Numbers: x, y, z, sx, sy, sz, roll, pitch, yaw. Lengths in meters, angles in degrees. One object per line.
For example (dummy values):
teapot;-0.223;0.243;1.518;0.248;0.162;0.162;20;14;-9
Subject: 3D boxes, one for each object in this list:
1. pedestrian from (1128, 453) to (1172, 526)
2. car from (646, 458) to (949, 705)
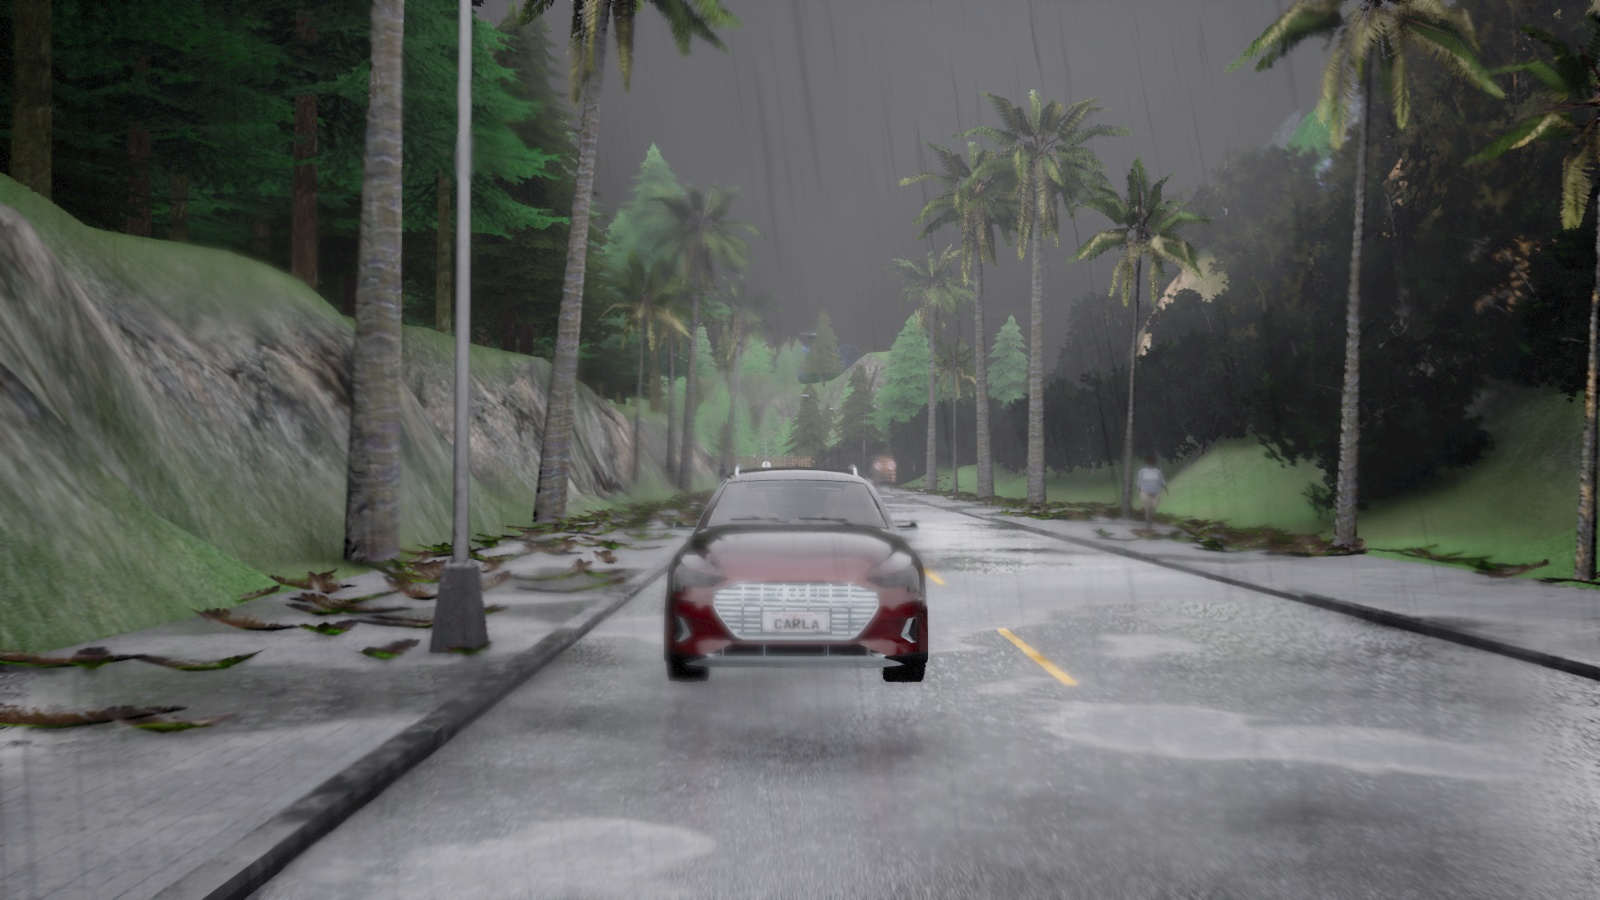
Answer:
pedestrian;9.017;1.020;32.345;0.874;1.855;0.900;0;-1;0
car;-0.024;0.927;10.881;2.033;1.649;4.856;0;-1;0
